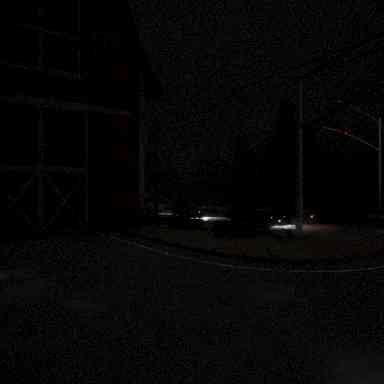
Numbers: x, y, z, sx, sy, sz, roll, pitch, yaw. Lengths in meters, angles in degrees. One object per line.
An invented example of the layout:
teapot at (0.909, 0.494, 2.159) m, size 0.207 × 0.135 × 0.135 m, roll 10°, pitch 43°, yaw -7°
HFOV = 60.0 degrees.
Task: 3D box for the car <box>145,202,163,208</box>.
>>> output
car at (-5.404, 1.866, 41.044) m, size 1.895 × 1.301 × 4.718 m, roll 0°, pitch 0°, yaw -34°

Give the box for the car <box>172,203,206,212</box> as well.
car at (-0.417, 1.784, 33.781) m, size 1.994 × 1.385 × 4.181 m, roll 0°, pitch 0°, yaw -34°

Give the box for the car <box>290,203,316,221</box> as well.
car at (8.016, 1.685, 28.031) m, size 1.837 × 1.490 × 4.892 m, roll 0°, pitch 0°, yaw -34°

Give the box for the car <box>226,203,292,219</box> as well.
car at (4.805, 1.720, 26.171) m, size 2.033 × 1.411 × 5.357 m, roll 0°, pitch 0°, yaw -34°
